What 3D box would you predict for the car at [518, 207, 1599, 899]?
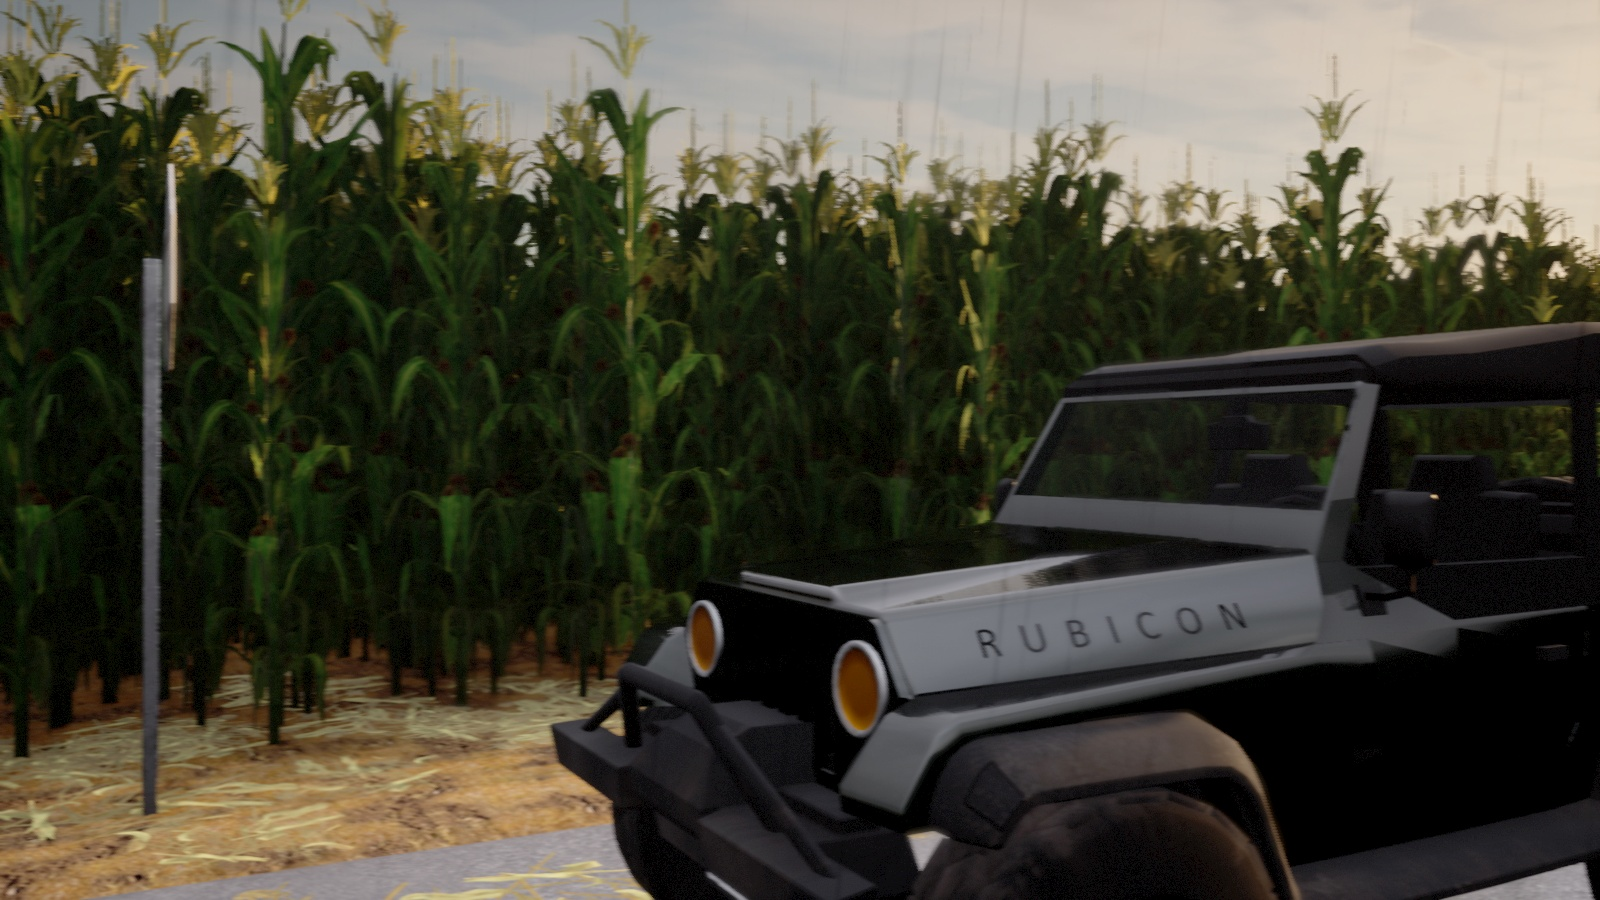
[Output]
[{"bbox_3d":[1.318,0.543,3.802,3.866,1.878,1.905,0,0,-28],"label":"car"}]
